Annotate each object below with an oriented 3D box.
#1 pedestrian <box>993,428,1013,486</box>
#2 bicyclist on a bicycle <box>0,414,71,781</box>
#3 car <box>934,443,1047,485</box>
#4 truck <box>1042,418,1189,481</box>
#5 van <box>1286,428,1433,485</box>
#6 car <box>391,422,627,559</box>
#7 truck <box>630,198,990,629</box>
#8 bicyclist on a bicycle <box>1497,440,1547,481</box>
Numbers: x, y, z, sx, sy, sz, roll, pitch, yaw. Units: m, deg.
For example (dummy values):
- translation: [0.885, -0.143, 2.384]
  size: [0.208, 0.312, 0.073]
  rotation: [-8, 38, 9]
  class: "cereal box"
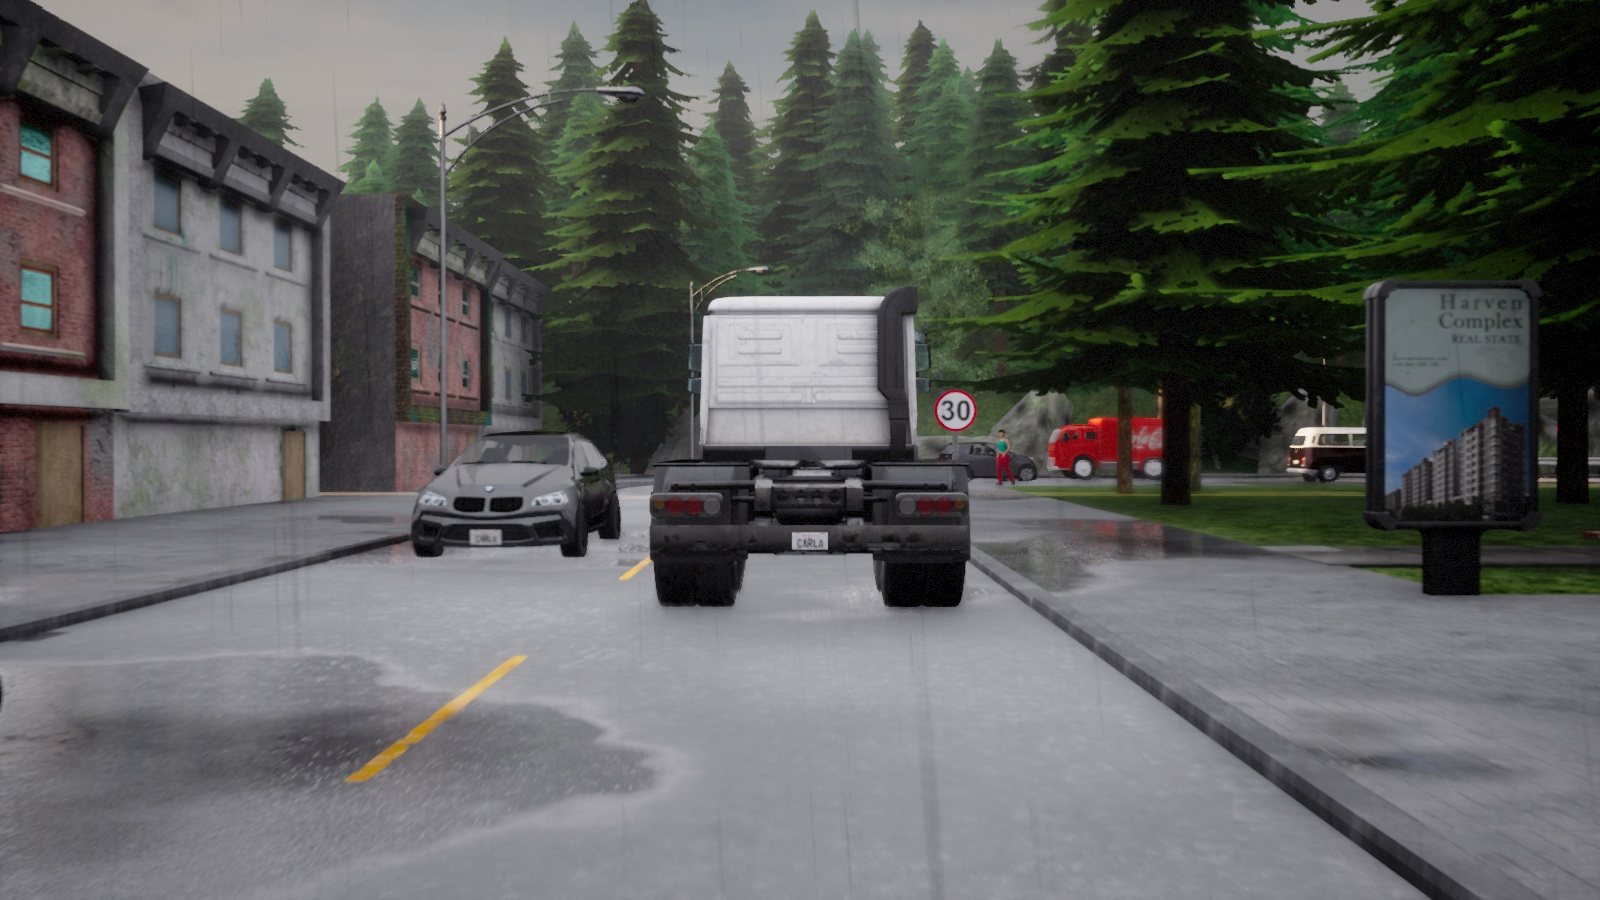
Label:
- translation: [6.481, 0.225, 40.141]
  size: [0.594, 1.836, 0.345]
  rotation: [0, 0, -44]
  class: "pedestrian"
- translation: [-3.949, 0.649, 5.285]
  size: [0.866, 1.612, 1.509]
  rotation: [0, 0, 1]
  class: "bicyclist on a bicycle"
- translation: [6.931, 0.497, 45.716]
  size: [3.633, 1.501, 1.845]
  rotation: [0, 0, -18]
  class: "car"
- translation: [12.495, -0.025, 50.098]
  size: [5.204, 2.467, 2.627]
  rotation: [0, 0, 0]
  class: "truck"
- translation: [20.473, 0.215, 46.101]
  size: [4.480, 2.038, 2.069]
  rotation: [0, 0, 0]
  class: "van"
- translation: [-3.880, 0.483, 17.686]
  size: [2.242, 1.667, 4.611]
  rotation: [0, 0, 0]
  class: "car"
- translation: [0.099, -0.318, 14.072]
  size: [2.891, 3.462, 7.936]
  rotation: [0, 0, 0]
  class: "truck"
- translation: [28.799, 0.411, 50.096]
  size: [1.509, 1.612, 0.866]
  rotation: [0, 0, 0]
  class: "bicyclist on a bicycle"
